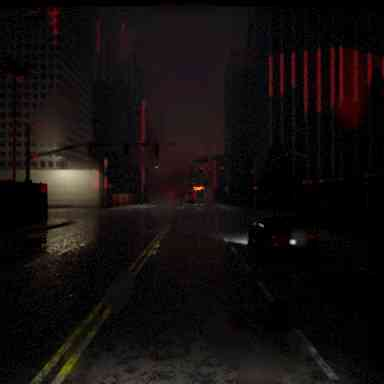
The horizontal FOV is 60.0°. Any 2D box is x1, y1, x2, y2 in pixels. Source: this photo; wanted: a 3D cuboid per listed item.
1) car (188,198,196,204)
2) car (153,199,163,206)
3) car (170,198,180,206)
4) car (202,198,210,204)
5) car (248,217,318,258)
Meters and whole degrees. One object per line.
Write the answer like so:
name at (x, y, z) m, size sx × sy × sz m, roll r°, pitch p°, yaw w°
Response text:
car at (-0.103, 2.271, 81.098) m, size 2.033 × 1.411 × 5.357 m, roll 0°, pitch -1°, yaw 0°
car at (-7.089, 2.280, 70.180) m, size 2.128 × 1.511 × 4.902 m, roll 0°, pitch -1°, yaw 0°
car at (-3.589, 2.111, 70.223) m, size 2.097 × 1.767 × 4.553 m, roll 0°, pitch -1°, yaw 0°
car at (3.397, 2.256, 81.102) m, size 1.812 × 1.442 × 4.674 m, roll 0°, pitch -1°, yaw 0°
car at (3.499, 1.711, 13.466) m, size 1.994 × 1.385 × 4.181 m, roll 0°, pitch -1°, yaw 0°
